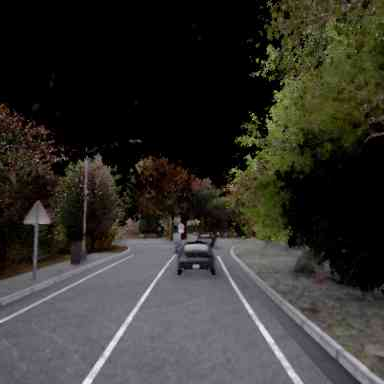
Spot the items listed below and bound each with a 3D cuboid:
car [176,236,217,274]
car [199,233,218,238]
[{"bbox_3d":[0.230,3.340,17.484,1.837,1.490,4.892,-1,-5,1],"label":"car"},{"bbox_3d":[1.563,5.076,34.779,2.128,1.511,4.902,-2,-7,9],"label":"car"}]
